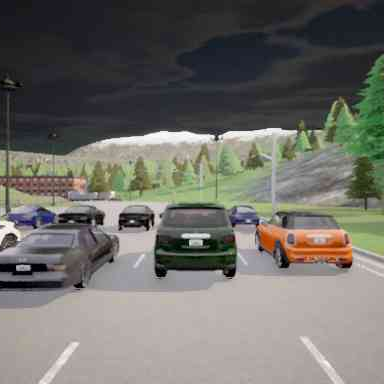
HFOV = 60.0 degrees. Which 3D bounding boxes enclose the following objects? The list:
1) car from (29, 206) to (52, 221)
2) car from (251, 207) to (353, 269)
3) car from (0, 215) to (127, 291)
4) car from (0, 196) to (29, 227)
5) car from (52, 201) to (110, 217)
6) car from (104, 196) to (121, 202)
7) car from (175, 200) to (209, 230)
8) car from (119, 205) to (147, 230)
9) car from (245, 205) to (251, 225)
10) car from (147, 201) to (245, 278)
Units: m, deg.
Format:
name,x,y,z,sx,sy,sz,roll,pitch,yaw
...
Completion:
name,x,y,z,sx,sy,sz,roll,pitch,yaw
car,-10.540,1.634,22.034,1.812,1.442,4.674,0,0,-2
car,3.586,1.408,11.475,2.097,1.767,4.553,0,0,0
car,-3.413,1.594,9.234,2.033,1.411,5.357,0,0,0
car,-6.909,1.270,8.951,2.150,2.045,5.566,0,0,0
car,-7.022,1.585,21.660,1.882,1.535,5.008,0,0,-1
car,-21.258,1.972,91.075,2.128,1.511,4.902,0,0,-44
car,-0.075,1.464,22.825,2.097,1.767,4.553,0,0,-2
car,-3.529,1.585,21.782,1.882,1.535,5.008,0,0,-1
car,3.427,1.638,22.874,1.812,1.442,4.674,0,0,-2
car,0.089,1.277,10.495,2.150,2.045,5.566,0,0,0
